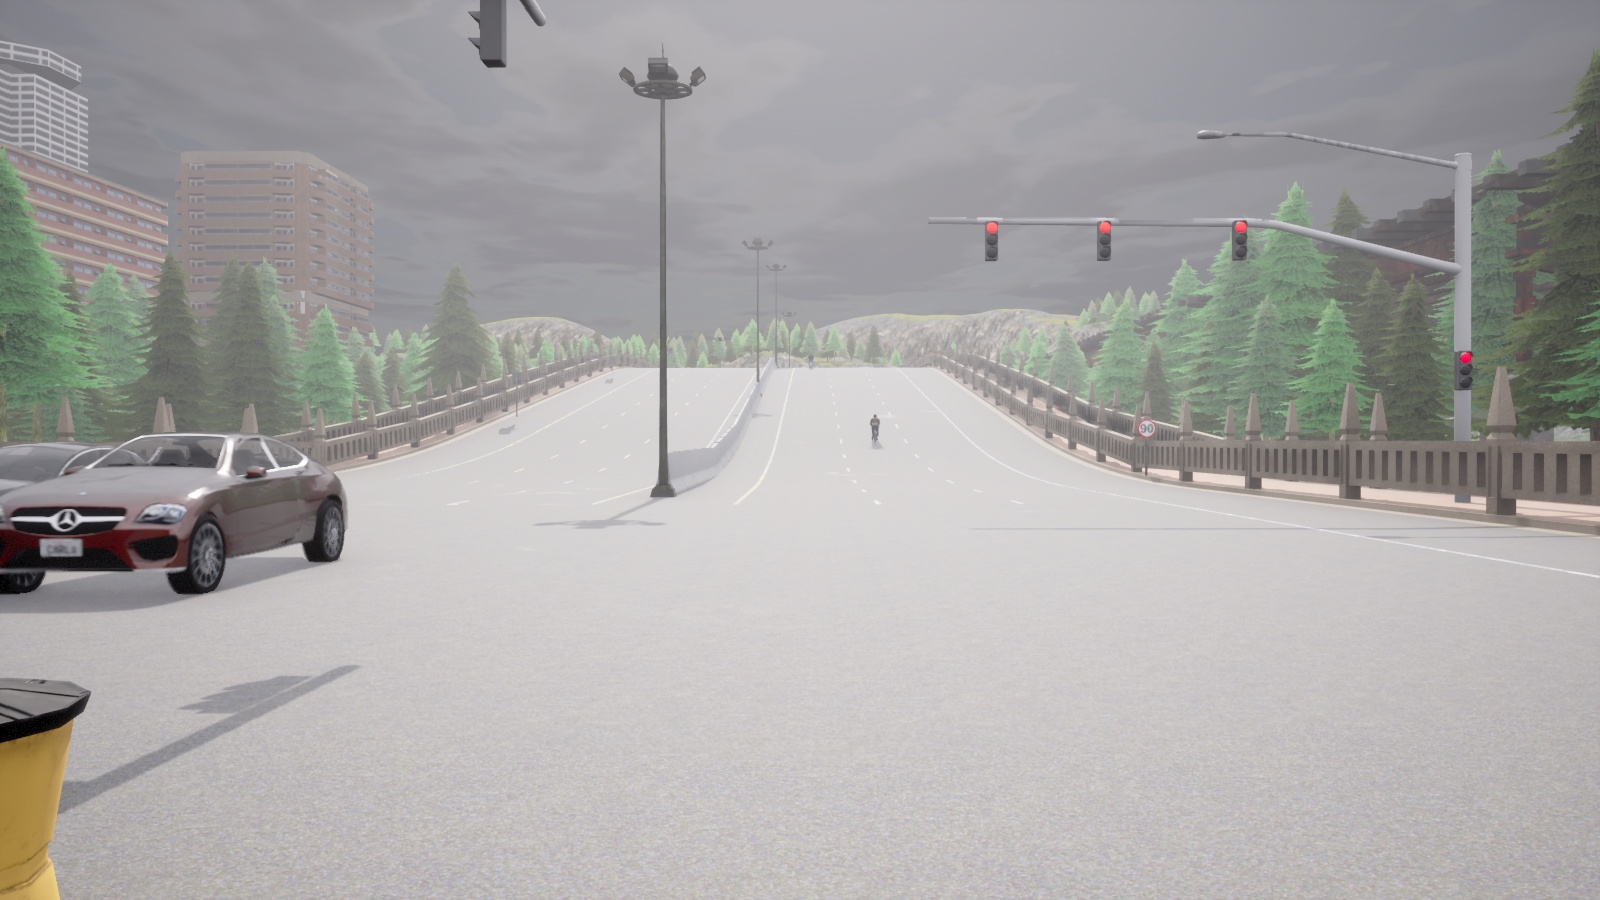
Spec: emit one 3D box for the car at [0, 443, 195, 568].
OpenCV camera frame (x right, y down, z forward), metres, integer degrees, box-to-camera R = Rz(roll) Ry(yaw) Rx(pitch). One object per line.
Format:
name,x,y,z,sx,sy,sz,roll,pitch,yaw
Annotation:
car,-10.392,0.646,17.204,1.837,1.490,4.892,0,0,0

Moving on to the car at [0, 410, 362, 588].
car,-6.908,0.439,14.183,2.152,1.651,5.027,0,0,0
